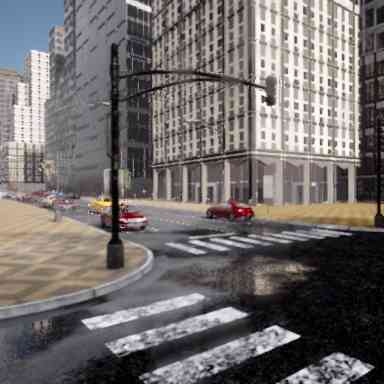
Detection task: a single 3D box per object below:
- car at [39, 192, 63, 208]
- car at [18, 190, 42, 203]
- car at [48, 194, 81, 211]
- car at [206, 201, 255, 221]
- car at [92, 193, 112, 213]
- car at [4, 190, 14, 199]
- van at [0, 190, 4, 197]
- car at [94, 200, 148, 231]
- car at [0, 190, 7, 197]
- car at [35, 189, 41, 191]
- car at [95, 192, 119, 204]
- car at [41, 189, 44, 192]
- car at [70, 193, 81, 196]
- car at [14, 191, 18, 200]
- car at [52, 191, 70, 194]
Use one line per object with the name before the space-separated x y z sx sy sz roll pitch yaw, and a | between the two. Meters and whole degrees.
car | -15.663 1.054 37.525 1.752 1.417 4.829 0 1 -33
car | -25.090 0.879 51.486 1.887 1.381 4.507 0 0 -35
car | -12.752 1.172 33.004 1.802 1.307 4.206 0 1 -32
car | 2.683 1.299 23.608 1.802 1.307 4.206 0 1 -32
car | -7.295 1.120 29.151 1.882 1.535 5.008 0 1 -32
car | -34.890 0.584 64.982 1.967 1.590 4.097 0 0 -37
van | -41.627 0.361 73.773 1.690 1.788 3.998 0 0 -37
car | -3.976 1.363 18.973 1.802 1.307 4.206 0 1 -32
car | -45.006 0.398 78.143 1.967 1.590 4.097 0 0 -38
car | -38.166 0.224 82.417 2.192 1.841 5.009 0 0 -38
car | -12.015 0.843 46.833 1.967 1.590 4.097 0 1 -34
car | -31.409 0.577 73.663 1.887 1.381 4.507 0 0 -37
car | -21.544 0.782 60.362 1.947 1.339 4.313 0 0 -36
car | -28.208 0.798 55.883 1.752 1.417 4.829 0 0 -35
car | -19.771 0.942 48.510 1.994 1.385 4.181 0 1 -34
